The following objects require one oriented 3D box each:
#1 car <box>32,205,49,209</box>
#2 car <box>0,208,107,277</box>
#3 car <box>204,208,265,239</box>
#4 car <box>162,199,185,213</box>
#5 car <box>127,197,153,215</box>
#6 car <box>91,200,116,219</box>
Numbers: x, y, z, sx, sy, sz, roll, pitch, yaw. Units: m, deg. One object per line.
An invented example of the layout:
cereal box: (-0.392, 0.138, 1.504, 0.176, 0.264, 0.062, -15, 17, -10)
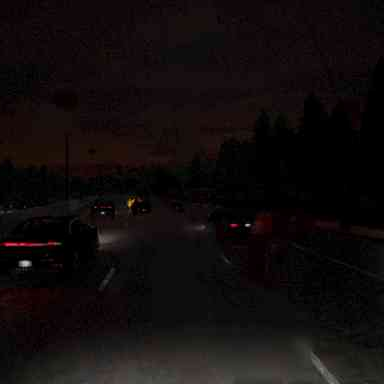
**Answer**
car: (-16.585, 1.425, 35.521, 1.837, 1.490, 4.892, 0, 0, -13)
car: (-4.170, 1.468, 10.256, 2.128, 1.511, 4.902, 0, 0, -6)
car: (2.008, 1.508, 17.072, 2.033, 1.411, 5.357, 0, 0, -10)
car: (-2.030, 1.446, 35.621, 1.812, 1.442, 4.674, 0, 0, -14)
car: (-4.935, 1.417, 32.629, 2.128, 1.511, 4.902, 0, 0, -13)
car: (-7.566, 1.427, 28.514, 2.128, 1.511, 4.902, 0, 0, -13)
